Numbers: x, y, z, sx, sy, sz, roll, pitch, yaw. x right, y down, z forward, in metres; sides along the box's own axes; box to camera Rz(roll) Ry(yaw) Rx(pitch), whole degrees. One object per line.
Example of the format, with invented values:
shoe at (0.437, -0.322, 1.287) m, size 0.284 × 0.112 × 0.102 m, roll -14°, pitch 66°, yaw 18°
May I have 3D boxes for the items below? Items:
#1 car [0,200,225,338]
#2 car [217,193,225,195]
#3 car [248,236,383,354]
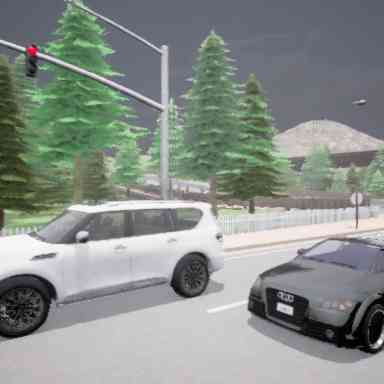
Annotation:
car at (-1.823, 1.221, 6.993) m, size 5.566 × 2.045 × 2.150 m, roll 0°, pitch 0°, yaw -36°
car at (4.541, 0.655, 58.890) m, size 1.837 × 1.490 × 4.892 m, roll 0°, pitch 5°, yaw -37°
car at (3.015, 1.564, 6.142) m, size 4.181 × 1.385 × 1.994 m, roll 0°, pitch 0°, yaw -35°
